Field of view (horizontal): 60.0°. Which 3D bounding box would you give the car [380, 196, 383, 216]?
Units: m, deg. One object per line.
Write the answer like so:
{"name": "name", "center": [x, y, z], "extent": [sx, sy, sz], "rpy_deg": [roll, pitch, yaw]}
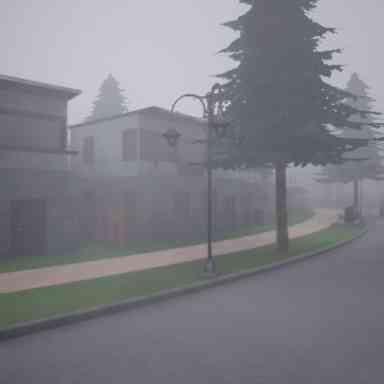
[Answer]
{"name": "car", "center": [18.655, 1.309, 30.451], "extent": [2.150, 2.045, 5.566], "rpy_deg": [0, -1, 23]}
